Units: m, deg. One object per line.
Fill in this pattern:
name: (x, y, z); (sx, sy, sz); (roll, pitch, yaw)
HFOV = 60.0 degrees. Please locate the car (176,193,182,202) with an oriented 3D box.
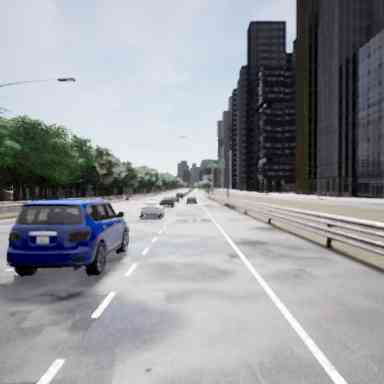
car: (-3.684, 1.500, 70.670); (1.994, 1.385, 4.181); (0, 0, 0)

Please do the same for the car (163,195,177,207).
car: (-3.612, 1.485, 50.119); (1.837, 1.490, 4.892); (0, 0, 0)

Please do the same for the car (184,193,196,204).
car: (-0.072, 1.449, 65.237); (2.128, 1.511, 4.902); (0, 0, 0)

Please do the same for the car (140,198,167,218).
car: (-3.536, 1.520, 30.105); (1.812, 1.442, 4.674); (0, 0, 0)

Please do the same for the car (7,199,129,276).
car: (-3.503, 1.221, 10.488); (2.150, 2.045, 5.566); (0, 0, 0)
